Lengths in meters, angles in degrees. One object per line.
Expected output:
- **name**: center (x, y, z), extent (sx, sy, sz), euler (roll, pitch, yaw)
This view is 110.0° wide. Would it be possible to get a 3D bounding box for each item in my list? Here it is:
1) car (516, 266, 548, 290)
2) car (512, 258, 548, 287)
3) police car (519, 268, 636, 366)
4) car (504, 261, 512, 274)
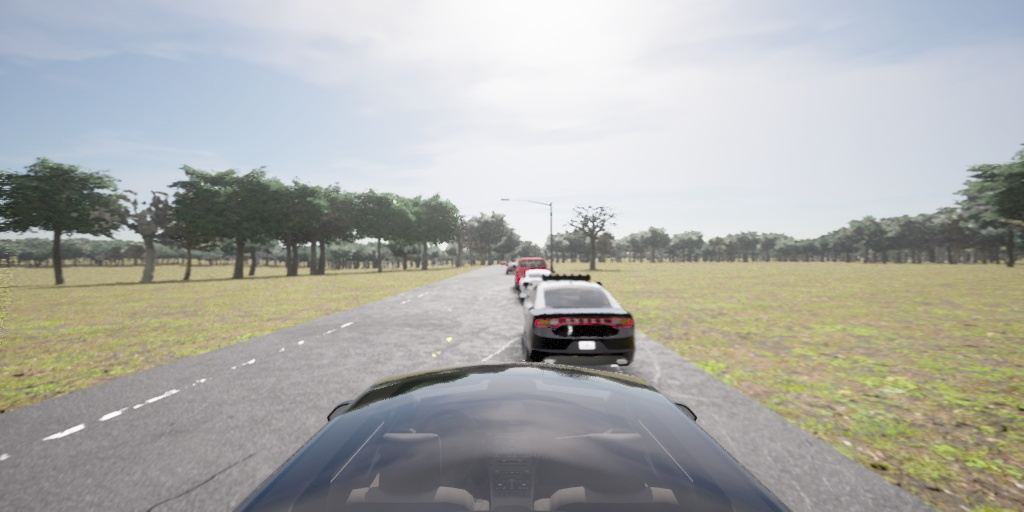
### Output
- **car**: center (1.302, 1.412, 18.157), extent (1.812, 1.442, 4.674), euler (0, -1, 0)
- **car**: center (1.287, 1.162, 24.208), extent (2.150, 2.045, 5.566), euler (0, 0, 0)
- **police car**: center (1.219, 1.225, 8.231), extent (1.930, 1.638, 5.238), euler (0, -1, 1)
- **car**: center (0.170, 1.693, 48.350), extent (1.812, 1.442, 4.674), euler (0, -1, 0)
